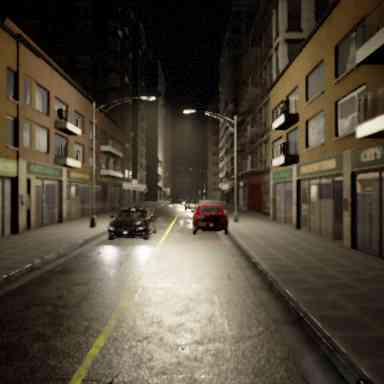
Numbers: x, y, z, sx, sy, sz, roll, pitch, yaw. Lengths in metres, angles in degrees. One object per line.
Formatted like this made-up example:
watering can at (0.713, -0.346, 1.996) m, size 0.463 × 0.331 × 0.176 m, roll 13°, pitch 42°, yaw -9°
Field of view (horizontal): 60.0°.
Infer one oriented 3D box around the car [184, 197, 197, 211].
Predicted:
car at (0.044, 1.582, 41.041) m, size 1.895 × 1.301 × 4.718 m, roll 0°, pitch 0°, yaw 1°

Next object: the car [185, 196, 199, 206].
car at (0.000, 1.474, 54.518) m, size 2.128 × 1.511 × 4.902 m, roll 0°, pitch 0°, yaw 0°

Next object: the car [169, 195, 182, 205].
car at (-2.806, 1.336, 57.930) m, size 2.097 × 1.767 × 4.553 m, roll 0°, pitch 0°, yaw 0°

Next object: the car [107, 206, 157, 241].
car at (-2.850, 1.492, 16.628) m, size 1.837 × 1.490 × 4.892 m, roll 0°, pitch 0°, yaw 0°

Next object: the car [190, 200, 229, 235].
car at (0.962, 1.465, 18.923) m, size 1.882 × 1.535 × 5.008 m, roll 0°, pitch 0°, yaw 0°
